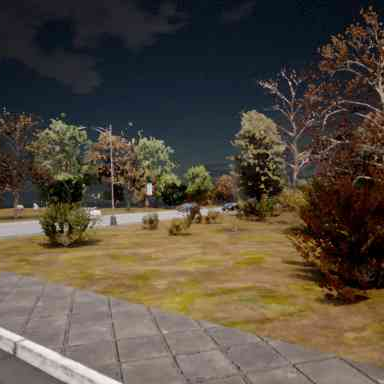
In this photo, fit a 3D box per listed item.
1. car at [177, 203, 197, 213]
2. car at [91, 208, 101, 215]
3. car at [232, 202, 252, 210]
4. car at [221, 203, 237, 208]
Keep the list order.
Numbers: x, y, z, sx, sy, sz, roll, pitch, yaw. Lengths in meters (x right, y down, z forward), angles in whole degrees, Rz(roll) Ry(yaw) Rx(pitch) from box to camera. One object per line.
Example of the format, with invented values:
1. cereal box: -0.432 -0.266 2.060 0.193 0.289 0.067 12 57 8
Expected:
1. car: -0.541 2.534 53.541 1.837 1.490 4.892 -3 -2 32
2. car: -11.829 2.432 35.611 1.812 1.442 4.674 -3 -2 32
3. car: 9.414 2.577 62.496 1.895 1.301 4.718 -3 -2 33
4. car: 6.300 2.313 51.018 1.895 1.301 4.718 -3 -2 32
